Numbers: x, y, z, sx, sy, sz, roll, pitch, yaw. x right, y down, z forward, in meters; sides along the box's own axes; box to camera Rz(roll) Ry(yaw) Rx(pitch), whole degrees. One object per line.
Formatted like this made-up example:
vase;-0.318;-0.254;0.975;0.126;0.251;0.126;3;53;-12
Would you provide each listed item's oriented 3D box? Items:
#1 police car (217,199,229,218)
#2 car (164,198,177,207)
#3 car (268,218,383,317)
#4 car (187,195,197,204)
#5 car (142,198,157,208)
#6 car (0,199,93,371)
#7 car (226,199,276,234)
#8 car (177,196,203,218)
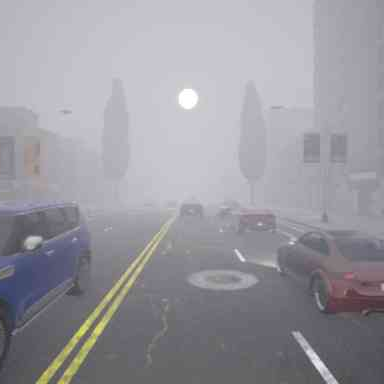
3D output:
police car;3.278;1.442;29.444;2.038;1.542;4.974;0;0;0
car;-3.203;1.674;51.268;1.994;1.385;4.181;0;-1;0
car;3.258;1.512;7.436;1.994;1.385;4.181;0;0;0
car;0.069;1.629;74.440;2.150;2.045;5.566;0;-1;0
car;-6.453;1.659;51.311;2.033;1.411;5.357;0;-1;0
car;-3.343;1.180;5.519;2.150;2.045;5.566;0;0;0
car;3.268;1.394;18.439;1.882;1.535;5.008;0;0;0
car;-0.020;1.413;29.505;1.882;1.535;5.008;0;0;0
